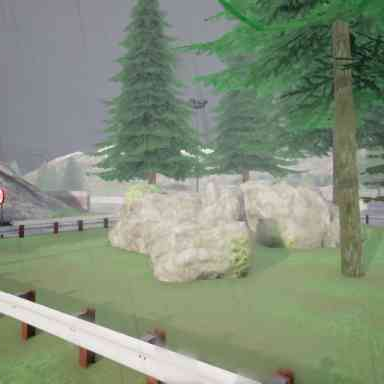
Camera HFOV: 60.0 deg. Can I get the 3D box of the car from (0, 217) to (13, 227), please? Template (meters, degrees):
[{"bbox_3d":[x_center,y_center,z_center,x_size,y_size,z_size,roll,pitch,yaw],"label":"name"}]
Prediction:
[{"bbox_3d":[-10.984,1.359,15.404,5.357,1.411,2.033,0,0,15],"label":"car"}]
